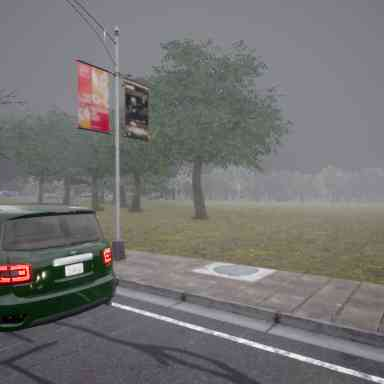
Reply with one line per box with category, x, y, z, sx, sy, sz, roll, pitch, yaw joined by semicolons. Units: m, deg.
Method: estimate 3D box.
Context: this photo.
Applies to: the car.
car;-3.889;1.235;6.415;5.566;2.045;2.150;0;0;36
